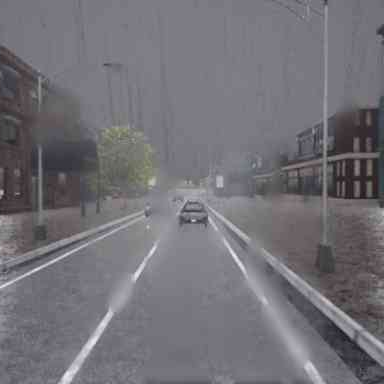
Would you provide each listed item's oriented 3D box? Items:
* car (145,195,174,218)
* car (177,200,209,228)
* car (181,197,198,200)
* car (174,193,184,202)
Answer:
[{"bbox_3d":[-3.096,1.413,30.972,2.097,1.767,4.553,0,0,0],"label":"car"},{"bbox_3d":[0.098,1.518,22.453,2.128,1.511,4.902,0,0,0],"label":"car"},{"bbox_3d":[0.096,1.589,40.775,2.128,1.511,4.902,0,0,0],"label":"car"},{"bbox_3d":[-3.006,1.187,73.056,2.150,2.045,5.566,0,0,0],"label":"car"}]
